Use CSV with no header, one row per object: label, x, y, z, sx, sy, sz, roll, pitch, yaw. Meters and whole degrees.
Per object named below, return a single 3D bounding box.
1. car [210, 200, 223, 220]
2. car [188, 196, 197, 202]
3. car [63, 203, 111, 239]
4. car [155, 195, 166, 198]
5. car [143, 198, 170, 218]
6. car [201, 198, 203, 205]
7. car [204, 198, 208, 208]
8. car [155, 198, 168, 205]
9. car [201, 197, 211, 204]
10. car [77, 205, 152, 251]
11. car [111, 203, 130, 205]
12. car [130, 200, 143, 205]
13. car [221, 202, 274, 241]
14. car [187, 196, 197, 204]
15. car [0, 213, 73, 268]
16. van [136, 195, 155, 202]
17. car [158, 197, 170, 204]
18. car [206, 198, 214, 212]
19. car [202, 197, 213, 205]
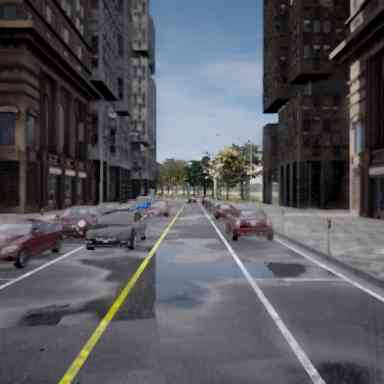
car,2.779,1.635,28.193,1.802,1.307,4.206,0,0,0
car,0.061,1.639,78.761,2.128,1.511,4.902,0,0,0
car,-5.754,1.459,16.890,1.967,1.590,4.097,0,0,0
car,-5.731,1.445,50.906,2.192,1.841,5.009,0,0,0
car,-3.014,1.584,30.767,1.812,1.442,4.674,0,0,1
car,2.795,1.684,50.869,2.008,1.369,4.403,-1,0,0
car,2.788,1.639,39.532,2.008,1.369,4.403,0,0,0
car,-5.722,1.757,62.244,1.947,1.339,4.313,-1,0,0
car,2.807,1.795,67.876,1.947,1.339,4.313,-1,0,0
car,-3.061,1.519,14.288,1.837,1.490,4.892,0,0,0
car,-5.751,1.473,22.561,1.967,1.590,4.097,0,0,0
car,-5.746,1.600,28.230,2.008,1.369,4.403,0,0,0
car,2.770,1.462,16.854,1.967,1.590,4.097,0,0,0
car,0.053,1.756,68.696,1.812,1.442,4.674,0,0,0
car,-5.758,1.590,11.223,1.802,1.307,4.206,0,0,0
van,-5.739,1.426,39.569,1.690,1.788,3.998,0,0,0
car,-5.717,1.777,67.913,2.008,1.369,4.403,-1,0,0
car,2.783,1.620,33.863,2.008,1.369,4.403,0,0,0
car,2.803,1.739,62.208,1.887,1.381,4.507,-1,0,0
